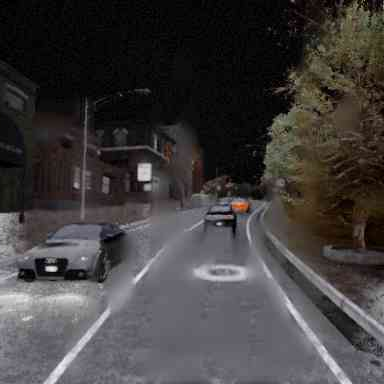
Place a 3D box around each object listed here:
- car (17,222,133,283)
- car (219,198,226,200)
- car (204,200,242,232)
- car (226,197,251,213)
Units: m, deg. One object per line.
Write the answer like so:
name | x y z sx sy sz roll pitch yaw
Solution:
car | -3.100 1.594 9.678 1.994 1.385 4.181 0 0 5
car | 4.832 1.608 49.895 2.128 1.511 4.902 -1 0 15
car | 1.846 1.518 20.505 2.128 1.511 4.902 -1 0 9
car | 5.544 1.381 37.861 2.097 1.767 4.553 -1 0 14
